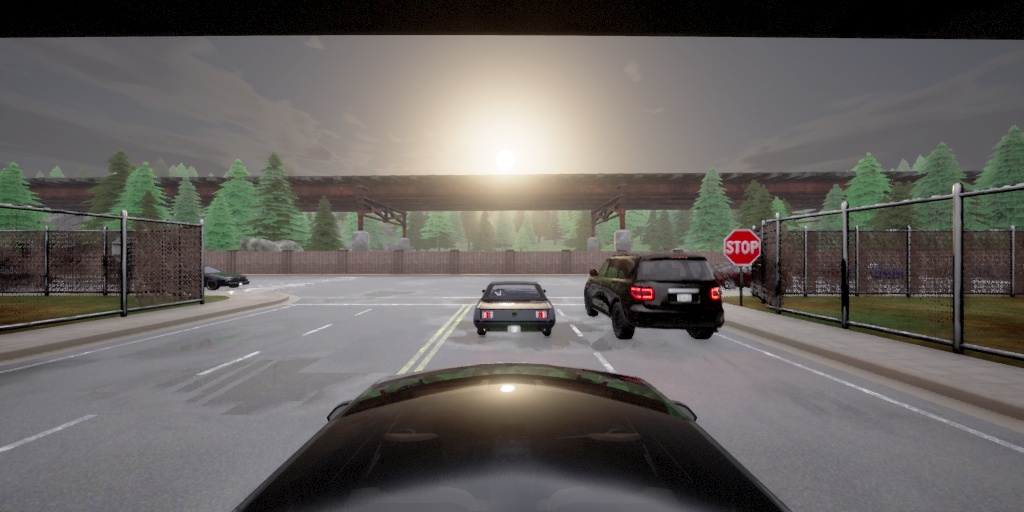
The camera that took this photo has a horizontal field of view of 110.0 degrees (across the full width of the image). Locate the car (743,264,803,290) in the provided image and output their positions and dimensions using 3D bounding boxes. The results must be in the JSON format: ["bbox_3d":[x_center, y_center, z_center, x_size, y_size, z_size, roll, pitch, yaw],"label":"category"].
[{"bbox_3d":[13.981,1.227,21.454,5.008,1.535,1.882,0,0,1],"label":"car"}]

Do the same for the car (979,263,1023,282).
[{"bbox_3d":[40.561,1.276,28.232,4.674,1.442,1.812,0,0,1],"label":"car"}]

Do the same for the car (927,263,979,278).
[{"bbox_3d":[40.352,1.296,31.738,5.357,1.411,2.033,0,0,1],"label":"car"}]

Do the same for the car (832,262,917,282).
[{"bbox_3d":[28.870,1.228,28.331,5.008,1.535,1.882,0,0,0],"label":"car"}]

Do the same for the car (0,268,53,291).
[{"bbox_3d":[-30.773,1.351,21.408,4.718,1.301,1.895,0,0,-1],"label":"car"}]

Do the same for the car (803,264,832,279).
[{"bbox_3d":[27.998,1.351,31.837,4.718,1.301,1.895,0,0,0],"label":"car"}]

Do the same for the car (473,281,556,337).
[{"bbox_3d":[0.058,1.351,10.293,1.895,1.301,4.718,0,0,0],"label":"car"}]

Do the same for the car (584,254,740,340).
[{"bbox_3d":[3.581,0.970,10.149,2.150,2.045,5.566,0,0,0],"label":"car"}]

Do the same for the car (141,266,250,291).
[{"bbox_3d":[-18.970,1.297,21.530,5.357,1.411,2.033,0,0,-1],"label":"car"}]
